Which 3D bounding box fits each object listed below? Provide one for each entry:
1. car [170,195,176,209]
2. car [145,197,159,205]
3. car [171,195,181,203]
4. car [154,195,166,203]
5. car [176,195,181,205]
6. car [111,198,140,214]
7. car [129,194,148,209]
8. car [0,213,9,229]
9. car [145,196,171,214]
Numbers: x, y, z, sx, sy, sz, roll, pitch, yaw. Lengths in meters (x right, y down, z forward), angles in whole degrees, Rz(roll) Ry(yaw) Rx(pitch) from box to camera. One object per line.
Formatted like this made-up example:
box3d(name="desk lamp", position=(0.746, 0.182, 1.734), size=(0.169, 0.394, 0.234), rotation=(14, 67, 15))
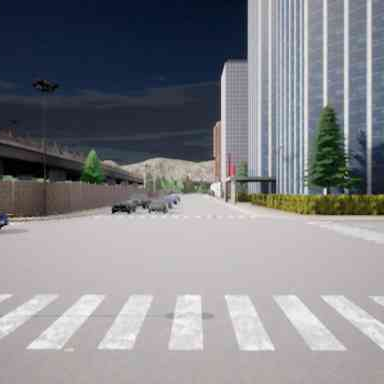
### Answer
box3d(name="car", position=(-3.590, 1.523, 45.132), size=(1.837, 1.490, 4.892), rotation=(0, 0, 0))
box3d(name="car", position=(-7.035, 1.588, 58.744), size=(1.994, 1.385, 4.181), rotation=(0, 0, 1))
box3d(name="car", position=(-3.497, 1.516, 73.359), size=(1.837, 1.490, 4.892), rotation=(0, 0, 0))
box3d(name="car", position=(-6.997, 1.543, 72.943), size=(2.128, 1.511, 4.902), rotation=(0, 0, 0))
box3d(name="car", position=(-3.544, 1.502, 58.712), size=(1.882, 1.535, 5.008), rotation=(0, 0, 1))
box3d(name="car", position=(-7.125, 1.615, 35.210), size=(1.895, 1.301, 4.718), rotation=(0, 0, 1))
box3d(name="car", position=(-7.096, 1.240, 44.964), size=(2.150, 2.045, 5.566), rotation=(0, 0, 1))
box3d(name="car", position=(-13.145, 1.584, 19.417), size=(4.674, 1.442, 1.812), rotation=(0, 0, 8))
box3d(name="car", position=(-3.591, 1.520, 35.903), size=(1.837, 1.490, 4.892), rotation=(0, 0, 0))
